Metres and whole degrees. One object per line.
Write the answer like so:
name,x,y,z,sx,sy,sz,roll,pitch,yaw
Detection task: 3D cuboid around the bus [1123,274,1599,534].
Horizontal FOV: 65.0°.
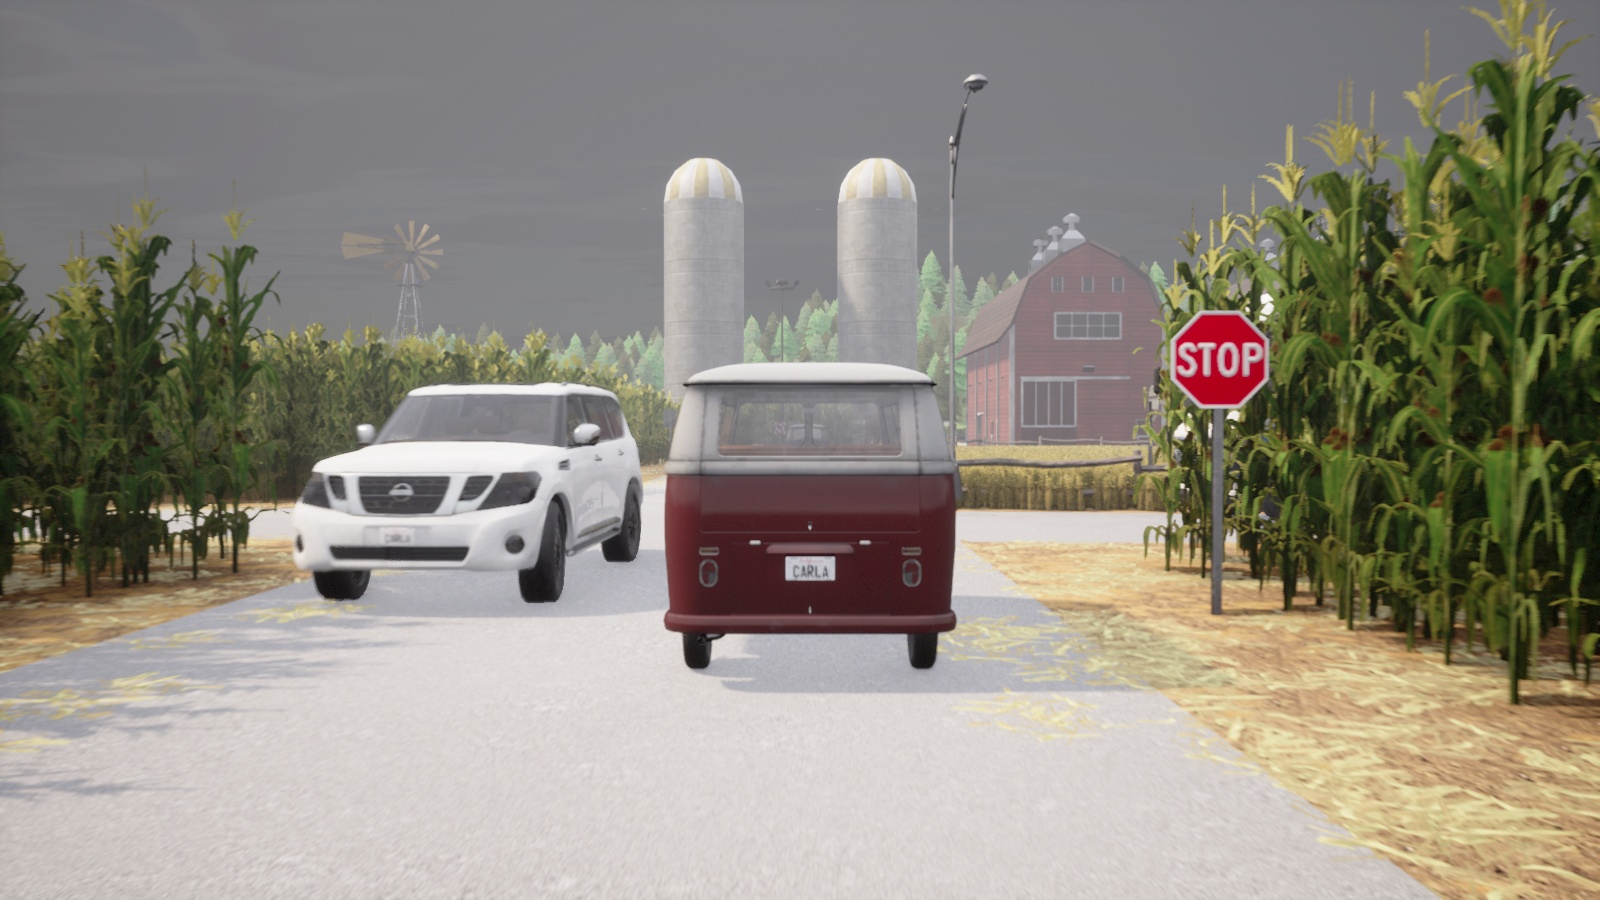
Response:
bus,11.594,-0.776,22.999,10.273,4.253,3.944,1,1,0

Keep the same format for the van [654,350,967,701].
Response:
van,0.069,0.391,9.338,1.775,1.987,4.442,0,1,0

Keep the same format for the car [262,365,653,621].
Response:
car,-3.091,0.287,12.878,2.150,2.045,5.566,0,1,4
